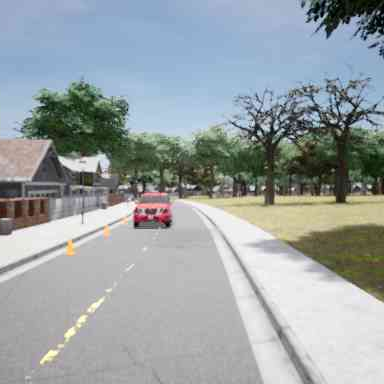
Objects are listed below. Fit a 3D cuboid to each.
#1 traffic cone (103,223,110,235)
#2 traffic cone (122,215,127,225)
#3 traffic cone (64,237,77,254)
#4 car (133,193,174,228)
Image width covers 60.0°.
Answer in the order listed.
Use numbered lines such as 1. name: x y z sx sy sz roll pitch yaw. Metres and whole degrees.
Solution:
1. traffic cone: -4.255 1.827 16.589 0.340 0.580 0.340 0 0 0
2. traffic cone: -4.333 1.800 21.551 0.340 0.580 0.340 0 0 -1
3. traffic cone: -4.256 1.859 11.628 0.340 0.580 0.340 0 0 0
4. car: -2.379 1.067 21.342 2.150 2.045 5.566 0 0 -1
